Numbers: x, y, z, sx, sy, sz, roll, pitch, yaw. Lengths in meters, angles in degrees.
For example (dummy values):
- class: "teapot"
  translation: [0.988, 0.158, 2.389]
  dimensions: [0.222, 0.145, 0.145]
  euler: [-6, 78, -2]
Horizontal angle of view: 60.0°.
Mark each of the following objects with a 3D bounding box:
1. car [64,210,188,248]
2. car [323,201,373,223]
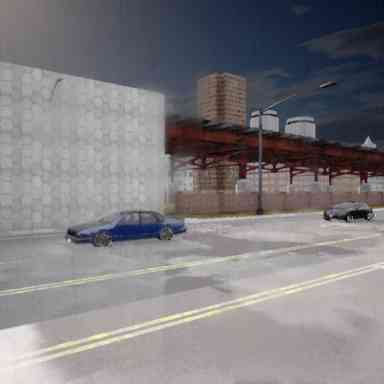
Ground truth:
- class: "car"
  translation: [-2.767, 1.547, 14.931]
  dimensions: [5.357, 1.411, 2.033]
  euler: [0, 0, -36]
- class: "car"
  translation: [12.017, 1.504, 25.520]
  dimensions: [4.892, 1.490, 1.837]
  euler: [0, 0, -36]
